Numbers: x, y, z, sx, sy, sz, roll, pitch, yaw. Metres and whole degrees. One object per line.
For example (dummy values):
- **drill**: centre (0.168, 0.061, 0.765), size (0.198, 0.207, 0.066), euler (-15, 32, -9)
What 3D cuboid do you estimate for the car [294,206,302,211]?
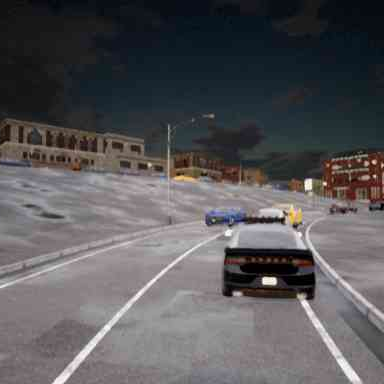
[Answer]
- **car**: centre (6.434, 1.592, 23.045), size (1.882, 1.535, 5.008), euler (-2, -1, 25)

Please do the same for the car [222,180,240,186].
- **car**: centre (6.839, -1.594, 67.067), size (4.792, 1.488, 2.163), euler (4, -6, -45)

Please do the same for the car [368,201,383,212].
- **car**: centre (27.918, 2.103, 49.009), size (4.902, 1.511, 2.128), euler (1, -4, -39)

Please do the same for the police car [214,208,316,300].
- **police car**: centre (1.855, 1.430, 8.622), size (1.930, 1.638, 5.238), euler (-1, 0, 10)

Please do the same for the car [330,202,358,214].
- **car**: centre (18.843, 1.948, 41.349), size (4.674, 1.442, 1.812), euler (1, -4, -40)

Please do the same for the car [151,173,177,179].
- **car**: centre (-5.331, -2.377, 55.515), size (4.674, 1.452, 2.002), euler (3, -5, -41)

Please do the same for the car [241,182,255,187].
- **car**: centre (10.676, -1.312, 71.025), size (2.002, 1.452, 4.674), euler (-4, -5, 44)

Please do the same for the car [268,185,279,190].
- **car**: centre (18.096, -0.892, 79.213), size (2.185, 1.767, 4.553), euler (-3, -5, 41)

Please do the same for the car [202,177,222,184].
- **car**: centre (2.779, -2.026, 63.046), size (4.553, 1.767, 2.185), euler (4, -5, -43)

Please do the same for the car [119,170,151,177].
- **car**: centre (-9.515, -2.662, 51.882), size (4.892, 1.521, 2.231), euler (3, -5, -40)

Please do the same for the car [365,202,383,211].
- **car**: centre (31.628, 2.459, 56.505), size (4.902, 1.511, 2.128), euler (2, -4, -38)

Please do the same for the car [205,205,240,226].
- **car**: centre (2.611, 1.722, 25.195), size (1.882, 1.535, 5.008), euler (-2, -2, 26)

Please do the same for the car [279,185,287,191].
- **car**: centre (21.738, -0.682, 83.477), size (2.435, 2.045, 5.566), euler (-3, -6, 40)

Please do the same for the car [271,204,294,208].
- **car**: centre (4.257, 1.587, 17.746), size (1.812, 1.442, 4.674), euler (-1, -1, 20)

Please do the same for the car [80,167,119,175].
- **car**: centre (-13.744, -2.882, 48.341), size (4.892, 1.521, 2.231), euler (3, -5, -40)

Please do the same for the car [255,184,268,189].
- **car**: centre (14.360, -1.076, 74.995), size (2.231, 1.521, 4.892), euler (-4, -5, 43)

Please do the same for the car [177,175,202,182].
- **car**: centre (-1.227, -2.162, 59.243), size (5.008, 1.535, 2.097), euler (4, -5, -42)

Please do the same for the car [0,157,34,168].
- **car**: centre (-22.139, -3.418, 41.343), size (4.553, 1.767, 2.185), euler (3, -5, -40)
